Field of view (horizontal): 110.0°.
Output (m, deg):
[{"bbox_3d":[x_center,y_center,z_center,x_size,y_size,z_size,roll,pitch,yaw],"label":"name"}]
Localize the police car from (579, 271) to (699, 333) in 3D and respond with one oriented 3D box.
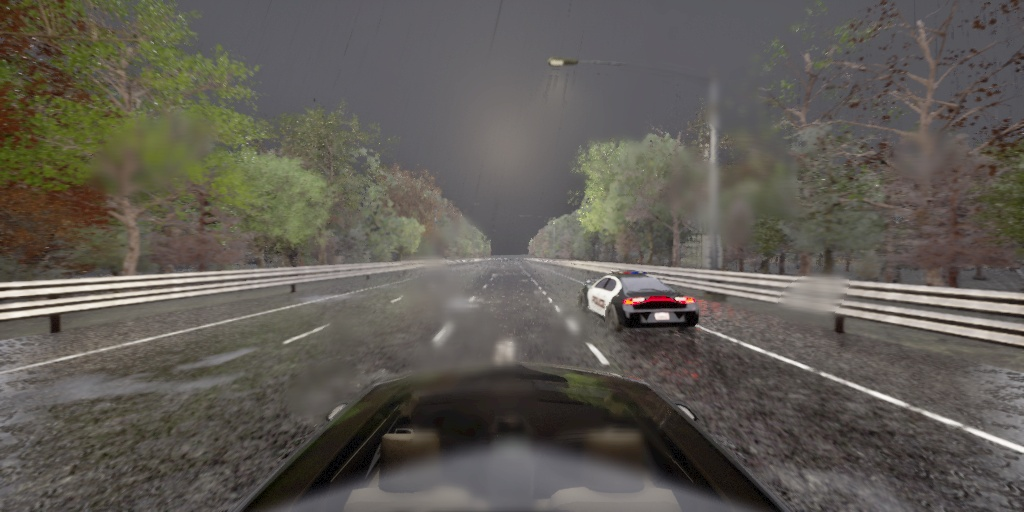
[{"bbox_3d":[3.434,1.247,10.923,2.038,1.542,4.974,-1,0,-3],"label":"police car"}]
